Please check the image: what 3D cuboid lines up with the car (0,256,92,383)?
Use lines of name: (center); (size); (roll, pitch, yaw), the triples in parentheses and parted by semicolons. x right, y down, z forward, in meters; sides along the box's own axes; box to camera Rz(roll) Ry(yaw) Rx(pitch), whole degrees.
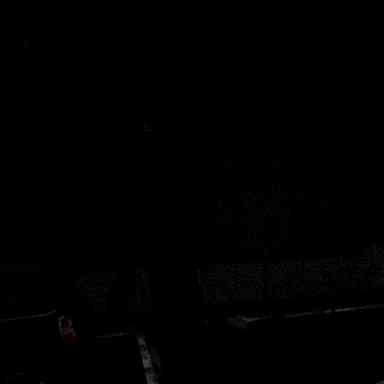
car: (-3.329, 1.609, 3.833); (4.097, 1.590, 1.967); (0, -2, -14)
